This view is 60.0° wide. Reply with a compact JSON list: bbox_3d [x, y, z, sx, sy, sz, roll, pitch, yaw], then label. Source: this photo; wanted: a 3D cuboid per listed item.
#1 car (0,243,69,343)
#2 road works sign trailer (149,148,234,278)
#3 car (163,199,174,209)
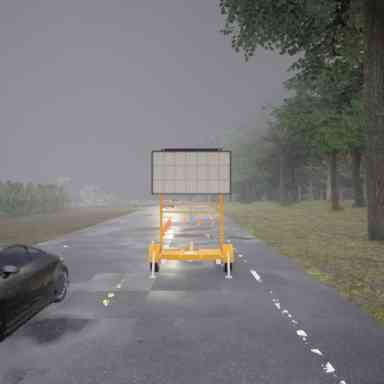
[{"bbox_3d":[-3.610,1.570,5.443,1.994,1.385,4.181,0,0,0],"label":"car"},{"bbox_3d":[-0.016,0.480,10.154,2.380,3.560,2.880,0,0,0],"label":"road works sign trailer"},{"bbox_3d":[-3.680,1.791,49.771,1.994,1.385,4.181,0,-1,0],"label":"car"}]
